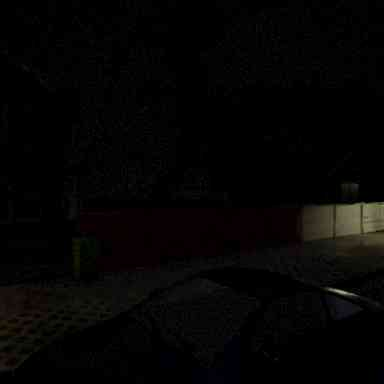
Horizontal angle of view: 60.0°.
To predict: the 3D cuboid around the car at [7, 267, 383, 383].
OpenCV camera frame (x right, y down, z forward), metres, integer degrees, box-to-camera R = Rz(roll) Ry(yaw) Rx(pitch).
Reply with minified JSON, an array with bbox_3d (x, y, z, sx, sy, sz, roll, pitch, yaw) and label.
[{"bbox_3d":[0.422,1.559,3.354,4.181,1.385,1.994,0,0,-35],"label":"car"}]
